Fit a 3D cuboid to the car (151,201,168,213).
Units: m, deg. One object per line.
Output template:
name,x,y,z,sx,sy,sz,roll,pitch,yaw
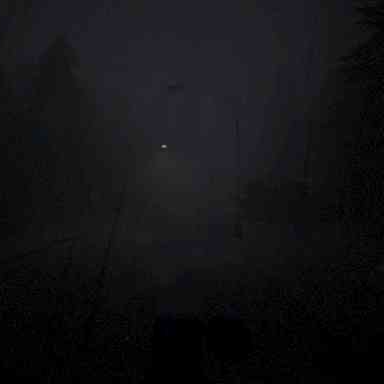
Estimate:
car,-4.074,1.909,43.008,2.033,1.411,5.357,0,0,0
